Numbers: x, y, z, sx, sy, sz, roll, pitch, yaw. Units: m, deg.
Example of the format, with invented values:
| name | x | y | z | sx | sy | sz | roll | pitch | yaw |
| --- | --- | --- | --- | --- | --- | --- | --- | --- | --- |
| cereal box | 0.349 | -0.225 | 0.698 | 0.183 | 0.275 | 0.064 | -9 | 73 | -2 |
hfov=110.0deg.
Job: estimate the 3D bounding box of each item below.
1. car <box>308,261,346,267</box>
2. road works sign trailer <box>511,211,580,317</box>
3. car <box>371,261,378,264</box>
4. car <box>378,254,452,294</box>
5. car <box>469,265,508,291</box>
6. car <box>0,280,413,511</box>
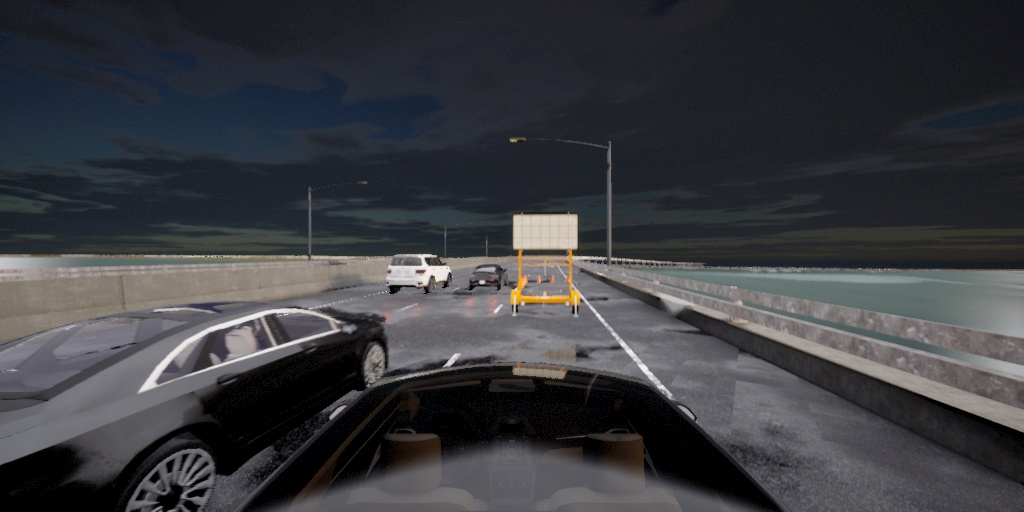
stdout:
| name | x | y | z | sx | sy | sz | roll | pitch | yaw |
| --- | --- | --- | --- | --- | --- | --- | --- | --- | --- |
| car | -20.787 | 1.220 | 40.374 | 2.033 | 1.411 | 5.357 | 0 | 0 | 6 |
| road works sign trailer | 1.212 | 0.191 | 13.113 | 2.380 | 3.560 | 2.880 | 0 | 0 | 5 |
| car | -16.811 | 1.264 | 44.680 | 1.895 | 1.301 | 4.718 | 0 | 0 | 6 |
| car | -5.042 | 0.934 | 20.085 | 2.150 | 2.045 | 5.566 | 0 | 0 | 6 |
| car | -1.369 | 1.235 | 21.665 | 1.812 | 1.442 | 4.674 | 0 | 0 | 6 |
| car | -3.054 | 1.237 | 3.888 | 2.128 | 1.511 | 4.902 | 0 | 0 | 5 |
